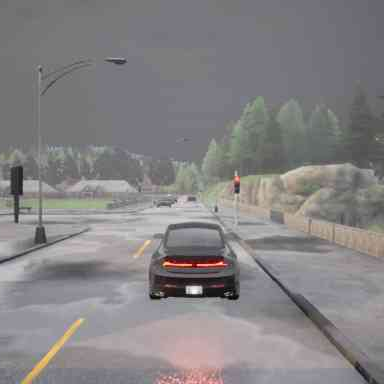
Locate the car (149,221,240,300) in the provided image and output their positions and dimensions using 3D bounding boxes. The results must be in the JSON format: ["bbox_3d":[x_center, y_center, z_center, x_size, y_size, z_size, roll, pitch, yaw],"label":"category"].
[{"bbox_3d":[0.058,1.505,8.375,1.837,1.490,4.892,0,0,0],"label":"car"}]

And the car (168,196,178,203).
[{"bbox_3d":[-4.026,1.595,69.937,1.895,1.301,4.718,0,0,0],"label":"car"}]

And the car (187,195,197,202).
[{"bbox_3d":[-0.027,1.324,70.993,1.882,1.535,5.008,0,0,0],"label":"car"}]

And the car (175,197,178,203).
[{"bbox_3d":[-4.100,1.505,59.755,1.837,1.490,4.892,0,0,0],"label":"car"}]

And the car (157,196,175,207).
[{"bbox_3d":[-4.114,1.564,49.740,1.994,1.385,4.181,0,0,0],"label":"car"}]
